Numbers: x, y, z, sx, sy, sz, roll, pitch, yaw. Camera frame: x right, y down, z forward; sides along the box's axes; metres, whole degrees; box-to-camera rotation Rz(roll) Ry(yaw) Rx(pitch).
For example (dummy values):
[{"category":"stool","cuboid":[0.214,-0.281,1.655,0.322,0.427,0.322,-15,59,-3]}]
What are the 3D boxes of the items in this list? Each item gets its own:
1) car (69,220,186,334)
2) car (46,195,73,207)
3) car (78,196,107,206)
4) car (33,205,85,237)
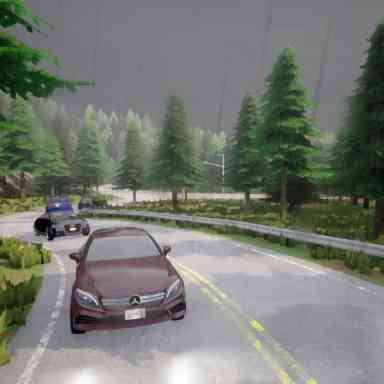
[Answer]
[{"category":"car","cuboid":[-1.514,1.523,7.061,1.812,1.442,4.674,-2,0,-17]},{"category":"car","cuboid":[-12.826,1.326,32.227,2.150,2.045,5.566,-1,0,-18]},{"category":"car","cuboid":[-12.671,1.289,42.813,2.097,1.767,4.553,2,2,13]},{"category":"car","cuboid":[-7.035,1.664,17.764,1.994,1.385,4.181,-4,2,-38]}]
